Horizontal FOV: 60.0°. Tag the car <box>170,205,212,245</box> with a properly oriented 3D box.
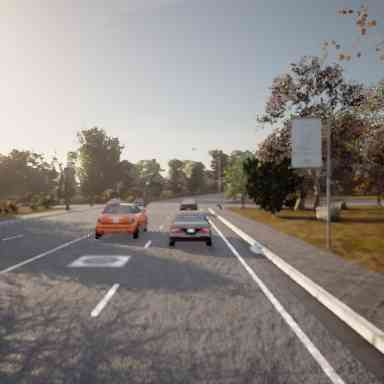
[{"bbox_3d":[-0.071,1.565,15.555,2.033,1.411,5.357,0,0,-1],"label":"car"}]

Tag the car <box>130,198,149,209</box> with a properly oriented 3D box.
[{"bbox_3d":[-7.345,1.559,47.134,1.994,1.385,4.181,0,0,1],"label":"car"}]

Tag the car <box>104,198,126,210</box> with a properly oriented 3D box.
[{"bbox_3d":[-10.843,1.686,47.222,1.882,1.535,5.008,0,0,1],"label":"car"}]

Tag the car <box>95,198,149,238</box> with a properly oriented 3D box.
[{"bbox_3d":[-3.606,1.376,17.792,2.097,1.767,4.553,0,0,-1],"label":"car"}]

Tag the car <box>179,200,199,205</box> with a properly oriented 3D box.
[{"bbox_3d":[-0.306,1.587,35.505,1.882,1.535,5.008,0,0,0],"label":"car"}]
